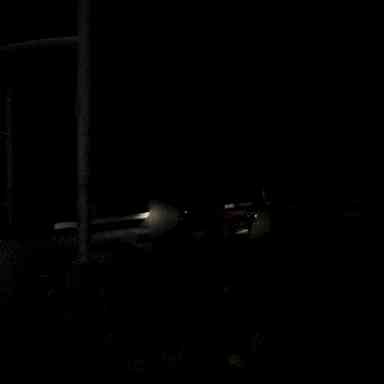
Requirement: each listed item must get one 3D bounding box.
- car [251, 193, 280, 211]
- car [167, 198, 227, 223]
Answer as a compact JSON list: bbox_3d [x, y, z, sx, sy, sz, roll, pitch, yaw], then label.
[{"bbox_3d":[7.297,0.850,30.421,1.882,1.535,5.008,0,0,42],"label":"car"},{"bbox_3d":[0.416,1.170,22.727,2.128,1.511,4.902,0,2,41],"label":"car"}]
